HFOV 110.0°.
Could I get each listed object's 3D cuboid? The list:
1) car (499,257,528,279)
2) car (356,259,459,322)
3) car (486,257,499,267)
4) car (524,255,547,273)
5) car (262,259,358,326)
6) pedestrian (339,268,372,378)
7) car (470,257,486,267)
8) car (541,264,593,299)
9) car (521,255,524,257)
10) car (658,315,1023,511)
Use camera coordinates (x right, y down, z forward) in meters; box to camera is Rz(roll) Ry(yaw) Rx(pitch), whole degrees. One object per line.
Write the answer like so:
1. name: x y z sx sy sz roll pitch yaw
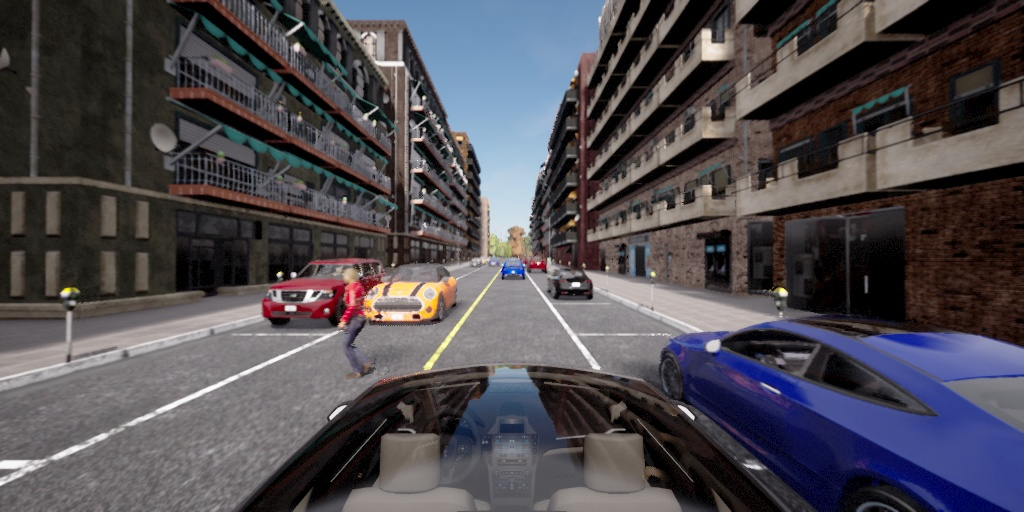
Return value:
1. car: 0.106 1.085 30.383 1.882 1.535 5.008 0 0 0
2. car: -3.094 1.053 11.926 2.097 1.767 4.553 0 0 0
3. car: -2.974 0.990 59.892 1.812 1.442 4.674 0 0 0
4. car: 2.716 0.877 39.512 2.192 1.841 5.009 0 0 0
5. car: -5.684 1.014 11.712 2.192 1.841 5.009 0 0 0
6. pedestrian: -2.563 1.022 5.796 0.375 1.860 0.375 1 -1 -3
7. car: -5.652 1.032 56.255 2.007 1.370 4.403 0 0 0
8. car: 2.701 1.238 17.241 1.948 1.339 4.313 0 0 0
9. car: 2.729 0.796 56.215 2.192 1.841 5.009 0 0 0
10. car: 3.000 1.269 3.235 1.812 1.442 4.674 0 0 0
